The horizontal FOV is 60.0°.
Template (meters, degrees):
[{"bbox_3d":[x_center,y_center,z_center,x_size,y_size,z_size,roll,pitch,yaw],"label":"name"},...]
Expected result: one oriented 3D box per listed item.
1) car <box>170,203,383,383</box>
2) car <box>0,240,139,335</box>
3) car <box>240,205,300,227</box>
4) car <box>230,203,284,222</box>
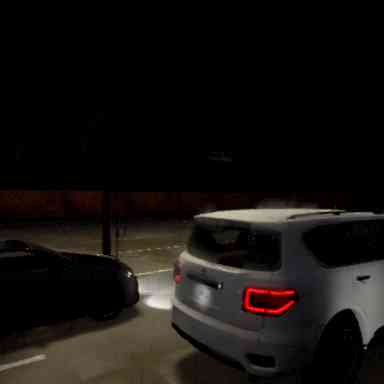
[{"bbox_3d":[2.295,1.280,5.442,5.566,2.045,2.150,1,0,-36],"label":"car"},{"bbox_3d":[-3.071,1.583,5.897,4.181,1.385,1.994,1,0,-36],"label":"car"},{"bbox_3d":[6.050,1.759,25.591,4.674,1.442,1.812,1,-1,-35],"label":"car"},{"bbox_3d":[5.886,1.769,29.755,4.892,1.490,1.837,1,-1,-35],"label":"car"}]
